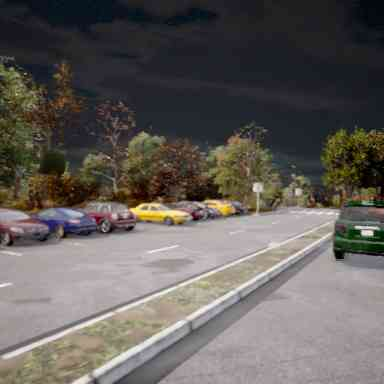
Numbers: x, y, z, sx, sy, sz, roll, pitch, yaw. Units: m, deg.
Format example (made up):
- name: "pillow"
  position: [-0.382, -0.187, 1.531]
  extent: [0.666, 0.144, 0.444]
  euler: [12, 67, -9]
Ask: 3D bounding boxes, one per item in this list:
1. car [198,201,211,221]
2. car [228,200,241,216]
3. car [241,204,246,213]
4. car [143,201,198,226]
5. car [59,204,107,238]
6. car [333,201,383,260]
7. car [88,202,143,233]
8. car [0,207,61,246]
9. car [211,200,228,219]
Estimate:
- name: "car"
  position: [-1.261, 1.585, 26.920]
  extent: [4.792, 1.488, 2.163]
  euler: [1, 0, 32]
- name: "car"
  position: [1.662, 1.568, 31.584]
  extent: [5.008, 1.535, 2.097]
  euler: [1, 0, 32]
- name: "car"
  position: [3.112, 1.573, 33.927]
  extent: [4.892, 1.521, 2.231]
  euler: [1, 0, 32]
- name: "car"
  position: [-2.529, 1.541, 24.459]
  extent: [5.366, 1.575, 1.946]
  euler: [1, 0, 32]
- name: "car"
  position: [-7.029, 1.525, 17.525]
  extent: [4.674, 1.452, 2.002]
  euler: [1, 0, 32]
- name: "car"
  position: [6.712, 1.339, 12.350]
  extent: [2.150, 2.045, 5.566]
  euler: [1, 0, 32]
- name: "car"
  position: [-5.552, 1.385, 19.859]
  extent: [4.553, 1.767, 2.185]
  euler: [1, 0, 32]
- name: "car"
  position: [-8.481, 1.500, 15.185]
  extent: [4.674, 1.452, 2.002]
  euler: [1, 0, 32]
- name: "car"
  position: [0.205, 1.563, 29.248]
  extent: [4.892, 1.521, 2.231]
  euler: [1, 0, 32]
